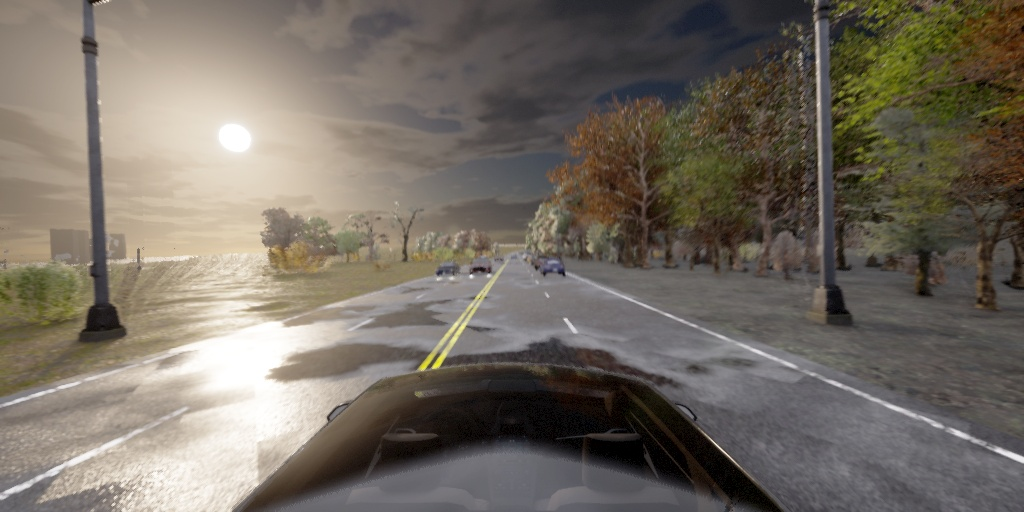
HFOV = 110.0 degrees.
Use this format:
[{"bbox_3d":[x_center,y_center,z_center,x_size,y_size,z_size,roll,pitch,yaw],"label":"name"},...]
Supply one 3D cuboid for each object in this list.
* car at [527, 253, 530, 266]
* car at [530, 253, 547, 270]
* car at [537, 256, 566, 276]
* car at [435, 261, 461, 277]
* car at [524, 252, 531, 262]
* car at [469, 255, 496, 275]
[{"bbox_3d":[3.528,0.661,52.285,1.837,1.490,4.892,-1,0,0],"label":"car"},{"bbox_3d":[3.463,0.714,41.238,2.033,1.649,4.856,-1,2,0],"label":"car"},{"bbox_3d":[3.390,0.939,30.258,1.812,1.442,4.674,-1,-1,0],"label":"car"},{"bbox_3d":[-6.400,1.253,36.511,2.033,1.411,5.357,-2,1,1],"label":"car"},{"bbox_3d":[3.577,0.495,63.437,1.801,1.575,5.366,-3,1,0],"label":"car"},{"bbox_3d":[-3.152,0.942,36.983,2.097,1.767,4.553,-2,1,1],"label":"car"}]
